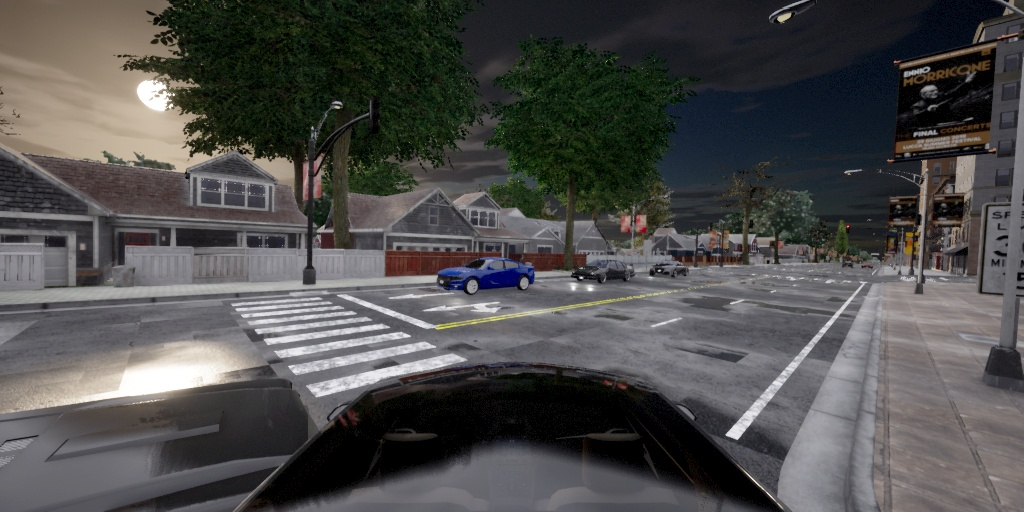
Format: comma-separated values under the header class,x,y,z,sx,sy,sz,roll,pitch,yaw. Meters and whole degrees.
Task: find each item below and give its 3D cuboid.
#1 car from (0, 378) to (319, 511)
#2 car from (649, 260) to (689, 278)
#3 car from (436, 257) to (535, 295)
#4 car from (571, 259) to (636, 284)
class,x,y,z,sx,sy,sz,roll,pitch,yaw
car,-3.313,1.286,1.311,4.718,1.301,1.895,1,2,-34
car,13.310,1.019,30.301,4.181,1.385,1.994,0,2,-44
car,-1.084,0.807,16.492,5.008,1.535,1.882,0,2,-44
car,6.097,0.938,23.396,5.357,1.411,2.033,0,2,-44
